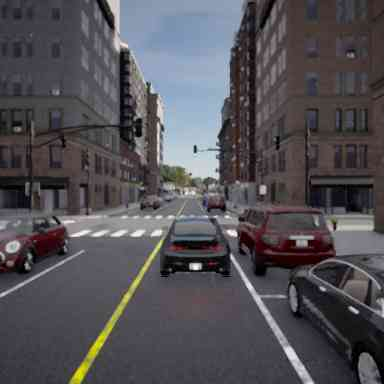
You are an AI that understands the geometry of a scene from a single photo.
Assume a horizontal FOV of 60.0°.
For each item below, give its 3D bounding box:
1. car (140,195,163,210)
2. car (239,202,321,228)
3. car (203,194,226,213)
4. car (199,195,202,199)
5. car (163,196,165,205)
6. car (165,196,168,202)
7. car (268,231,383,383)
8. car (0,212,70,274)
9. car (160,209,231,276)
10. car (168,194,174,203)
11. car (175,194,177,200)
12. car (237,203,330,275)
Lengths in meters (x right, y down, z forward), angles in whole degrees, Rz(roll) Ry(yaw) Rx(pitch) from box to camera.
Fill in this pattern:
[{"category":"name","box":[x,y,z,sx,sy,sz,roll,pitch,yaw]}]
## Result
[{"category":"car","box":[-5.436,1.300,42.915,2.192,1.841,5.009,0,0,0]},{"category":"car","box":[5.728,1.483,21.697,4.892,1.490,1.837,0,-3,-16]},{"category":"car","box":[2.685,1.302,37.416,2.192,1.841,5.009,0,0,0]},{"category":"car","box":[2.665,1.296,53.927,2.192,1.841,5.009,0,0,0]},{"category":"car","box":[-5.436,1.549,48.419,1.947,1.339,4.313,0,0,0]},{"category":"car","box":[-5.436,1.532,53.923,2.008,1.369,4.403,0,0,0]},{"category":"car","box":[2.636,1.549,4.678,2.008,1.369,4.403,0,0,0]},{"category":"car","box":[-5.392,1.437,10.356,1.967,1.590,4.097,0,0,0]},{"category":"car","box":[0.090,1.502,10.275,1.837,1.490,4.892,0,0,0]},{"category":"car","box":[-5.437,1.519,70.434,1.887,1.381,4.507,0,0,0]},{"category":"car","box":[-5.437,1.521,81.441,2.008,1.369,4.403,0,0,0]},{"category":"car","box":[2.633,1.312,10.360,2.192,1.841,5.009,0,0,0]}]
